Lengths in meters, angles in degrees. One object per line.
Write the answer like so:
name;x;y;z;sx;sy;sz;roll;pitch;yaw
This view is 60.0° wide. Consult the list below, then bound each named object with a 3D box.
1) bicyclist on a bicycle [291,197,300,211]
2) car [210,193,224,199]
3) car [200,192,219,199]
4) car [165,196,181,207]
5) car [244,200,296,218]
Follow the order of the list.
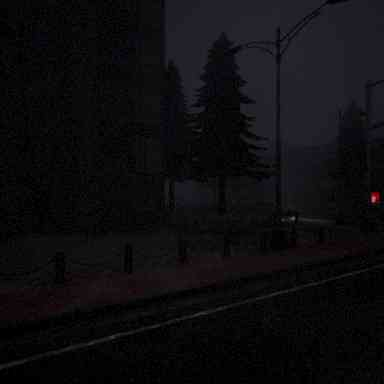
bicyclist on a bicycle;11.427;1.316;36.632;1.656;1.620;0.582;0;0;-37
car;7.168;1.092;94.497;1.905;1.878;3.866;0;0;-37
car;5.081;1.113;92.433;1.932;1.855;4.605;0;0;-37
car;-3.646;1.616;50.434;1.895;1.301;4.718;0;0;-34
car;6.990;1.493;30.102;1.882;1.535;5.008;0;0;-37
